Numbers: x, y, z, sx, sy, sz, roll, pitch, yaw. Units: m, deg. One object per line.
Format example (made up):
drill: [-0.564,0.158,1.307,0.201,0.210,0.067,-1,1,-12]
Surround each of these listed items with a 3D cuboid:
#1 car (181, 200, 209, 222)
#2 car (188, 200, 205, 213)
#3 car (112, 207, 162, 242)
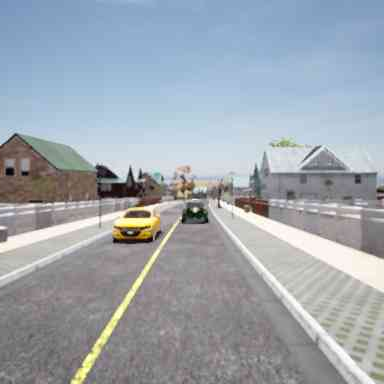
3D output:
car: [0.279,1.456,27.131,2.097,1.767,4.553,0,0,2]
car: [0.644,1.729,41.403,2.033,1.411,5.357,0,0,2]
car: [-2.659,1.530,17.031,1.882,1.535,5.008,0,-1,1]
